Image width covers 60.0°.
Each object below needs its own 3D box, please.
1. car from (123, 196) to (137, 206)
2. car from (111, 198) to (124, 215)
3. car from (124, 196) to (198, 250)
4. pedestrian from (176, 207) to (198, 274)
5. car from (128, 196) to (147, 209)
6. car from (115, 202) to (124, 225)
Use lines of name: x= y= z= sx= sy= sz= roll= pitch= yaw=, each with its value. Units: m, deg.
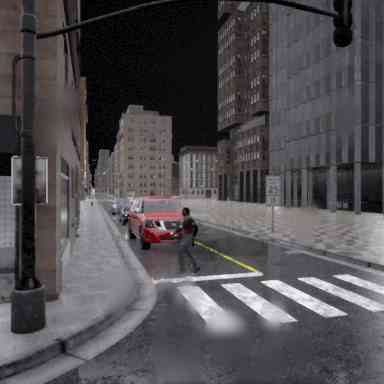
car: x=-10.692 y=1.543 z=56.928 sx=1.882 sy=1.535 sz=5.008 roll=0 pitch=0 yaw=-17
car: x=-7.161 y=1.390 z=33.990 sx=2.097 sy=1.767 sz=4.553 roll=0 pitch=0 yaw=-17
car: x=-1.524 y=1.238 z=15.002 sx=2.150 sy=2.045 sz=5.566 roll=0 pitch=0 yaw=-19
pedestrian: x=-0.143 y=1.304 z=9.085 sx=0.375 sy=1.860 sz=0.375 roll=0 pitch=0 yaw=-17
car: x=-7.871 y=1.407 z=47.500 sx=2.097 sy=1.767 sz=4.553 roll=0 pitch=0 yaw=-17
car: x=-4.311 y=1.628 z=24.416 sx=1.895 sy=1.301 sz=4.718 roll=0 pitch=0 yaw=-17
